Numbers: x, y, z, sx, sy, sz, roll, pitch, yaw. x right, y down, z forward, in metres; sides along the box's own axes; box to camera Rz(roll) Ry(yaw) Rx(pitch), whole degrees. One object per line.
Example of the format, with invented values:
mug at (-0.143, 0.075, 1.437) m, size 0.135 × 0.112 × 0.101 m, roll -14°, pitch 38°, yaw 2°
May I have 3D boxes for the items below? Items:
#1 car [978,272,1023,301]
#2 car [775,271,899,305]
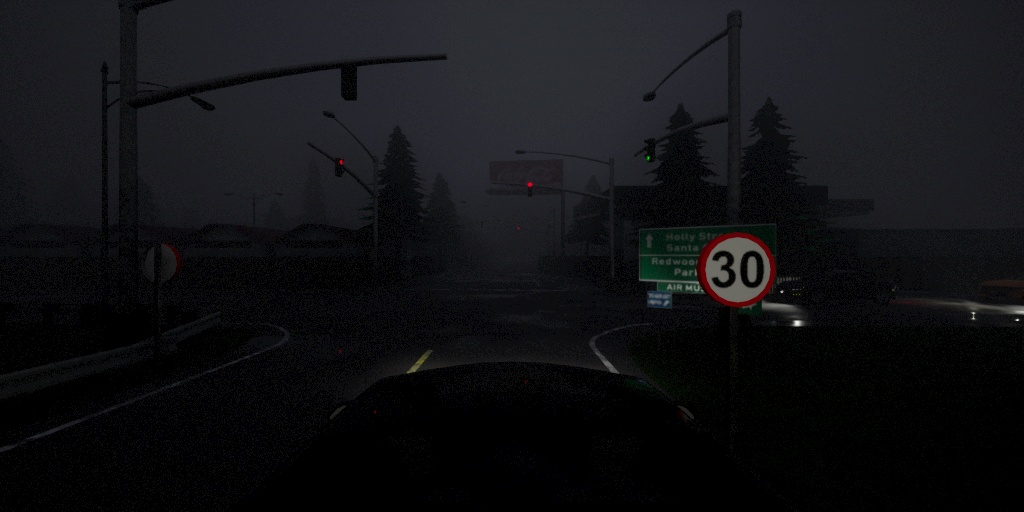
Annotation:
car at (25.132, 1.419, 16.811) m, size 5.008 × 1.535 × 1.882 m, roll 0°, pitch 0°, yaw 1°
car at (15.196, 1.446, 16.940) m, size 4.892 × 1.490 × 1.837 m, roll 0°, pitch 0°, yaw 1°
